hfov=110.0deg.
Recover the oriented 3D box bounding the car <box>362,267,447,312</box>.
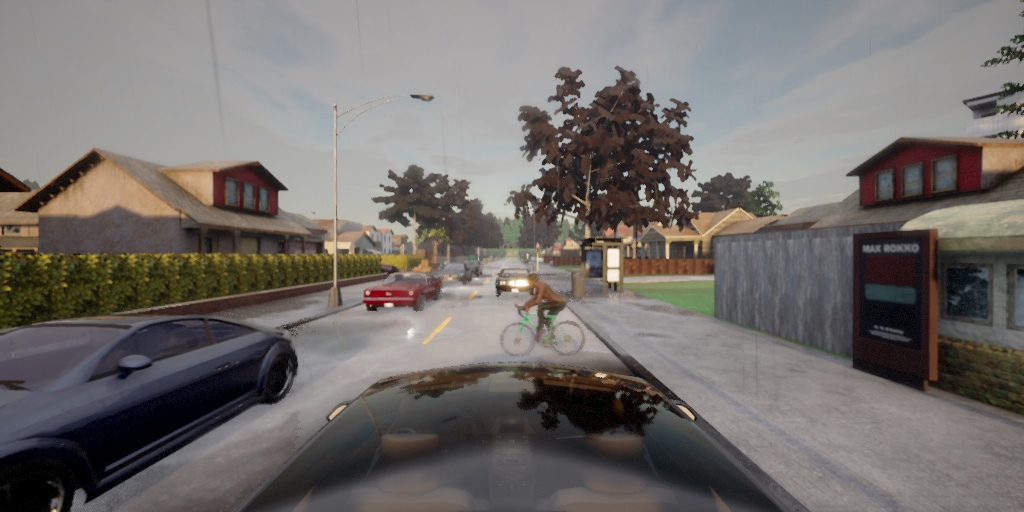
[{"bbox_3d":[-4.046,1.296,14.008,1.895,1.301,4.718,0,0,0],"label":"car"}]

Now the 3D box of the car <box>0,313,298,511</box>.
[{"bbox_3d":[-4.101,1.306,3.488,1.994,1.385,4.181,0,0,0],"label":"car"}]

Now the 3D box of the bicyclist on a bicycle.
[{"bbox_3d":[0.581,1.158,6.971,1.656,1.620,0.582,-2,0,0],"label":"bicyclist on a bicycle"}]

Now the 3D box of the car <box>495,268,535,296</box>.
[{"bbox_3d":[0.175,1.276,18.686,1.895,1.301,4.718,0,0,0],"label":"car"}]

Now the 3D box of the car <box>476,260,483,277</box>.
[{"bbox_3d":[-3.863,1.112,33.973,1.837,1.490,4.892,0,0,1],"label":"car"}]

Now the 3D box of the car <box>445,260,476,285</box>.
[{"bbox_3d":[-3.890,1.173,24.995,1.812,1.442,4.674,0,0,0],"label":"car"}]
